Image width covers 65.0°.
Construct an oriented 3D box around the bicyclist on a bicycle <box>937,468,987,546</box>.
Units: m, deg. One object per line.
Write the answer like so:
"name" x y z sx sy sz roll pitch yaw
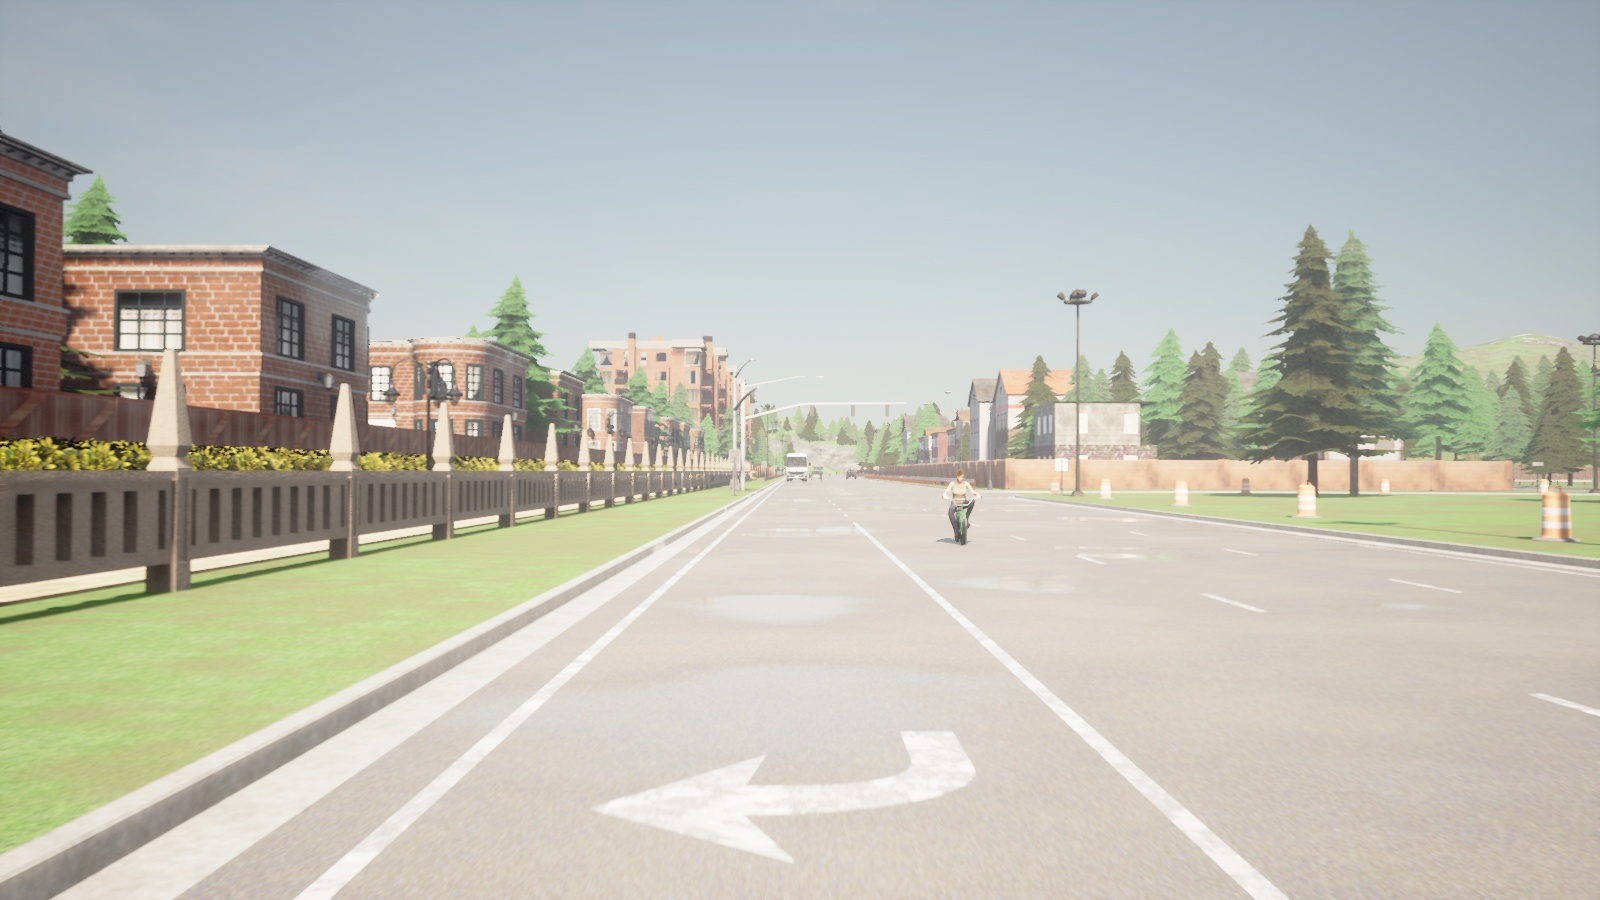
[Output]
"bicyclist on a bicycle" 3.439 1.186 26.812 0.866 1.612 1.509 0 -1 0
